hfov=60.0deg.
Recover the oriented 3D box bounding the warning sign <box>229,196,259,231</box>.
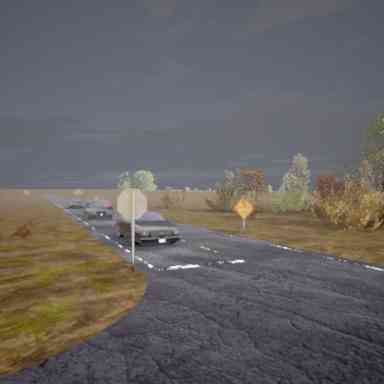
[{"bbox_3d":[2.848,1.152,18.299,1.300,1.860,1.060,0,0,-25],"label":"warning sign"}]

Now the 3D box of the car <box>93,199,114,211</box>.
[{"bbox_3d":[-11.640,1.628,43.577,1.994,1.385,4.181,0,0,-24],"label":"car"}]

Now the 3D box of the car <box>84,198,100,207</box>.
[{"bbox_3d":[-15.850,1.678,52.630,1.895,1.301,4.718,0,0,-25],"label":"car"}]

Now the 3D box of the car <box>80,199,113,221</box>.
[{"bbox_3d":[-7.964,1.595,28.054,1.994,1.385,4.181,0,0,-25],"label":"car"}]

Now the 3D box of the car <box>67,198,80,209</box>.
[{"bbox_3d":[-16.463,1.605,46.783,2.033,1.411,5.357,0,0,-25],"label":"car"}]

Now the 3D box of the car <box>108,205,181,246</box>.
[{"bbox_3d":[-2.292,1.562,15.705,2.033,1.411,5.357,0,0,-25],"label":"car"}]
